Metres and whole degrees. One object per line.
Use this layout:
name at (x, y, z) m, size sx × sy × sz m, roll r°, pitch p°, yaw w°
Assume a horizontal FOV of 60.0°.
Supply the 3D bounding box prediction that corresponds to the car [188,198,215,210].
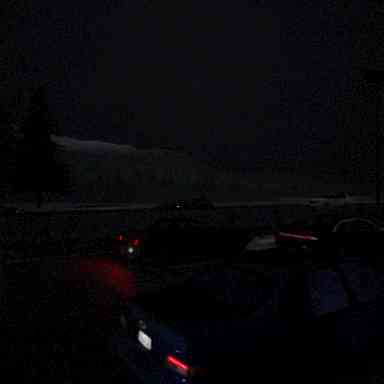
car at (0.206, 1.447, 36.529) m, size 4.892 × 1.490 × 1.837 m, roll 0°, pitch 0°, yaw -28°

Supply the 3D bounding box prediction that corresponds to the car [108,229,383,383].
car at (1.616, 1.542, 4.738) m, size 5.357 × 1.411 × 2.033 m, roll 0°, pitch 0°, yaw -33°

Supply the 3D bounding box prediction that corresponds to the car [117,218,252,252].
car at (-0.114, 1.581, 11.931) m, size 4.718 × 1.301 × 1.895 m, roll 0°, pitch 0°, yaw -33°

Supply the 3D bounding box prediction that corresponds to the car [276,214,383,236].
car at (4.894, 1.482, 10.873) m, size 4.902 × 1.511 × 2.128 m, roll 0°, pitch 0°, yaw -31°

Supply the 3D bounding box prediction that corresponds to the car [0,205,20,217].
car at (-13.216, 1.436, 20.219) m, size 4.902 × 1.511 × 2.128 m, roll 0°, pitch 0°, yaw -34°

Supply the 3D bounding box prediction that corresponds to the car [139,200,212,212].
car at (-1.554, 1.507, 23.576) m, size 5.357 × 1.411 × 2.033 m, roll 0°, pitch 0°, yaw -31°

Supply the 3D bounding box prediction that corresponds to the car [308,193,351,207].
car at (16.849, 1.186, 40.686) m, size 5.566 × 2.045 × 2.150 m, roll 0°, pitch 0°, yaw -25°
